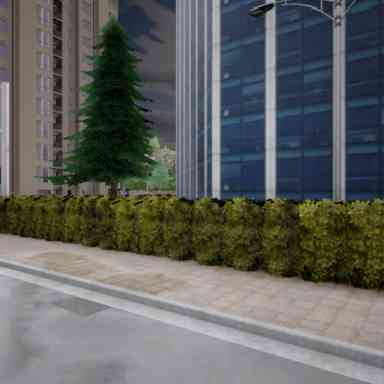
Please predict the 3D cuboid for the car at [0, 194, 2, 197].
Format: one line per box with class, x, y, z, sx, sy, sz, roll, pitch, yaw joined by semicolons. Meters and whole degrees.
car;-20.569;1.221;31.334;2.150;2.045;5.566;0;0;36
